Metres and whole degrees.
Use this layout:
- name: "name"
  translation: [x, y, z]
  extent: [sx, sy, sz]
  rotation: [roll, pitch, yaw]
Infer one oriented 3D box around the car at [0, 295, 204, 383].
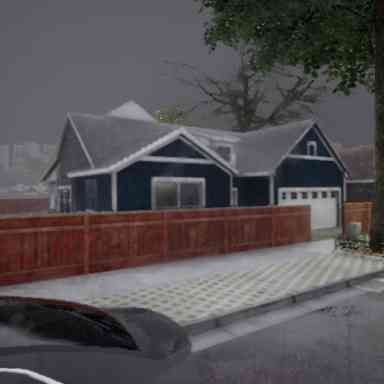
- name: "car"
  translation: [-2.132, 1.502, 1.549]
  extent: [4.892, 1.490, 1.837]
  rotation: [-1, 1, -35]
